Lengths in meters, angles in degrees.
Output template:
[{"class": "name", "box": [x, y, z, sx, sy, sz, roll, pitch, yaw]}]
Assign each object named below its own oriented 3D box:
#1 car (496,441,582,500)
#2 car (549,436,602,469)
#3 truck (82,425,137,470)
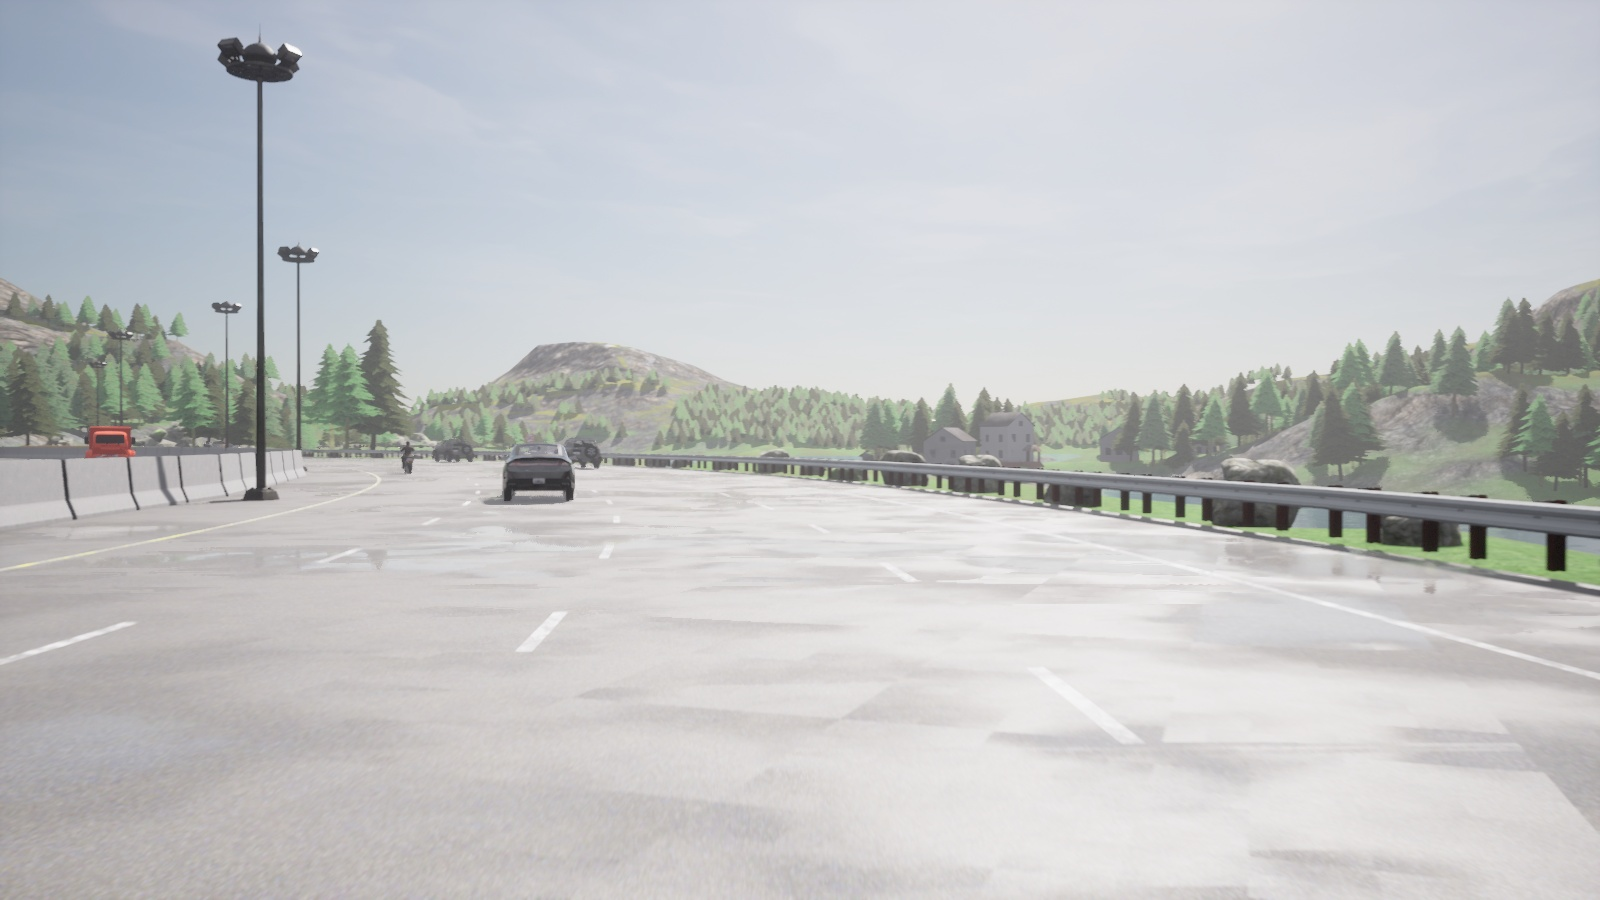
[{"class": "car", "box": [-7.144, 0.505, 34.372, 2.128, 1.511, 4.902, 0, 0, -12]}, {"class": "car", "box": [-13.346, 0.136, 74.556, 1.932, 1.855, 4.605, 0, 0, -26]}, {"class": "truck", "box": [-39.240, -0.162, 71.465, 2.627, 2.467, 5.204, 0, 0, -28]}]
